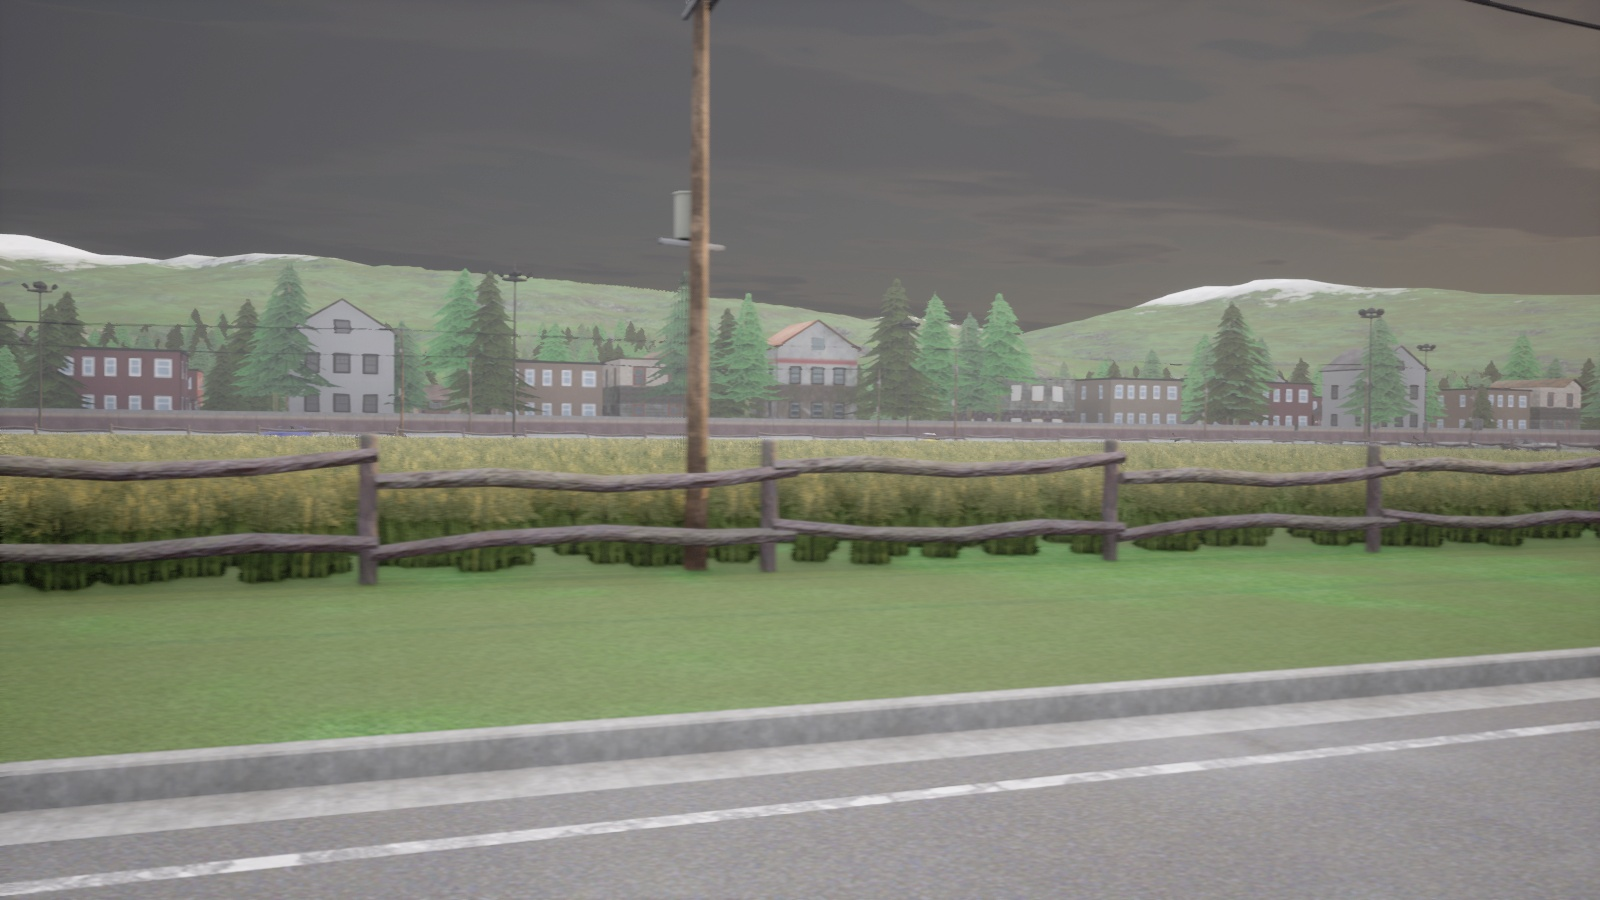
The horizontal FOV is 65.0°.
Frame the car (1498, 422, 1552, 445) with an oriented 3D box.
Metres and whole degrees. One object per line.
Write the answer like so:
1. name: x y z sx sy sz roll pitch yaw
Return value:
1. car: 49.637 -1.140 85.999 1.816 1.474 4.193 -1 1 9
